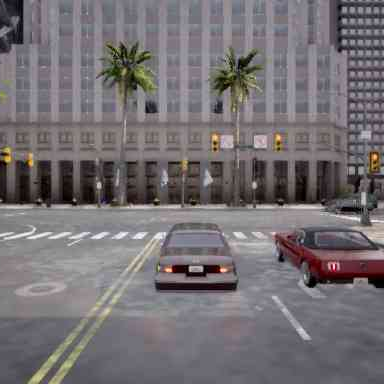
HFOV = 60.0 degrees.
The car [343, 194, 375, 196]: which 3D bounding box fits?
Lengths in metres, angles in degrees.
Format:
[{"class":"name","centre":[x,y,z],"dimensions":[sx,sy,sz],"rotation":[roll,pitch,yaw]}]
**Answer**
[{"class":"car","centre":[18.122,1.219,37.848],"dimensions":[5.566,2.045,2.150],"rotation":[0,0,0]}]

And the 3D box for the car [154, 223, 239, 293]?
[{"class":"car","centre":[0.095,1.547,8.989],"dimensions":[2.033,1.411,5.357],"rotation":[0,0,0]}]

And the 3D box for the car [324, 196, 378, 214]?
[{"class":"car","centre":[16.166,1.489,34.344],"dimensions":[4.902,1.511,2.128],"rotation":[0,0,0]}]

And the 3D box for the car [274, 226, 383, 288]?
[{"class":"car","centre":[3.641,1.600,9.257],"dimensions":[1.895,1.301,4.718],"rotation":[0,0,2]}]
